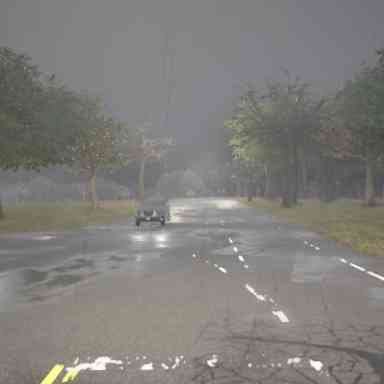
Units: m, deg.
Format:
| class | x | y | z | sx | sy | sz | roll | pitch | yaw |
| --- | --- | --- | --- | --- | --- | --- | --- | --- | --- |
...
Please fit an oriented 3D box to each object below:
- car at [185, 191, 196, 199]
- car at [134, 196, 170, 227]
| class | x | y | z | sx | sy | sz | roll | pitch | yaw |
| --- | --- | --- | --- | --- | --- | --- | --- | --- | --- |
| car | -0.330 | 0.749 | 82.822 | 2.150 | 2.045 | 5.566 | -1 | 0 | 8 |
| car | -2.953 | 1.430 | 25.902 | 2.150 | 2.045 | 5.566 | -1 | 1 | 2 |
